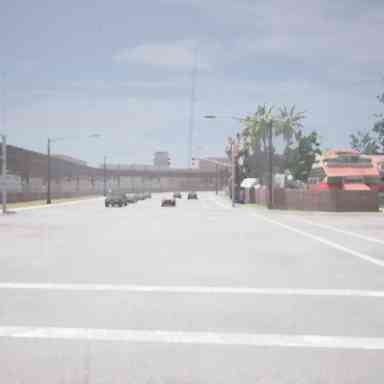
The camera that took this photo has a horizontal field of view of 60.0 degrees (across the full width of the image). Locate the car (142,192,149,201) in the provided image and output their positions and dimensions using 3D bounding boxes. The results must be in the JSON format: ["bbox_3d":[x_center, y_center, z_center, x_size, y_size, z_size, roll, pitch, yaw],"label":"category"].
[{"bbox_3d":[-10.436,1.045,66.256,1.994,1.385,4.181,0,1,0],"label":"car"}]

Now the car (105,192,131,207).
[{"bbox_3d":[-10.510,1.013,46.415,2.150,2.045,5.566,0,1,1],"label":"car"}]

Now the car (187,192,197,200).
[{"bbox_3d":[0.075,0.702,72.685,2.097,1.767,4.553,0,1,0],"label":"car"}]

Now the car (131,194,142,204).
[{"bbox_3d":[-10.446,1.203,56.538,2.033,1.411,5.357,0,1,0],"label":"car"}]

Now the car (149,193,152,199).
[{"bbox_3d":[-10.426,0.784,76.588,1.812,1.442,4.674,0,1,0],"label":"car"}]

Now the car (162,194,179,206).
[{"bbox_3d":[-3.351,1.356,49.090,1.895,1.301,4.718,0,1,0],"label":"car"}]

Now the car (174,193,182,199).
[{"bbox_3d":[-3.425,0.800,77.213,1.994,1.385,4.181,0,1,0],"label":"car"}]
